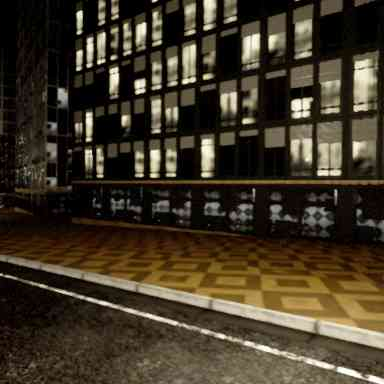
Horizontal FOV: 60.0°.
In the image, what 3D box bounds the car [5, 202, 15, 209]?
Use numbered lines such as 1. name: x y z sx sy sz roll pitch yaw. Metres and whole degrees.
1. car: -34.109 2.597 65.259 4.507 1.381 1.887 0 1 -34
